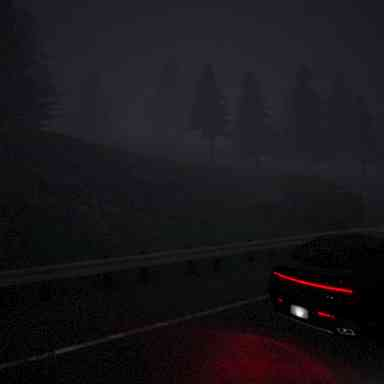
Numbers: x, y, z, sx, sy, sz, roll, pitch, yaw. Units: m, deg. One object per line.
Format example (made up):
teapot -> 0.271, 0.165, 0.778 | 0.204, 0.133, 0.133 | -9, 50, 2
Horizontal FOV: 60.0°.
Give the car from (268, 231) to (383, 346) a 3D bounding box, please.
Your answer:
car -> 3.537, 1.517, 6.322 | 4.892, 1.490, 1.837 | 0, 0, -36
